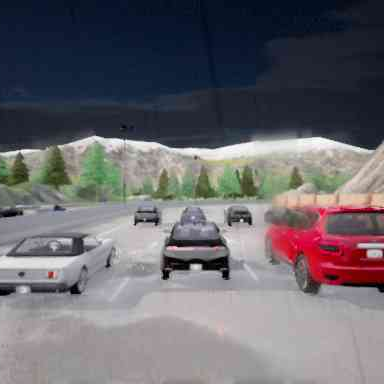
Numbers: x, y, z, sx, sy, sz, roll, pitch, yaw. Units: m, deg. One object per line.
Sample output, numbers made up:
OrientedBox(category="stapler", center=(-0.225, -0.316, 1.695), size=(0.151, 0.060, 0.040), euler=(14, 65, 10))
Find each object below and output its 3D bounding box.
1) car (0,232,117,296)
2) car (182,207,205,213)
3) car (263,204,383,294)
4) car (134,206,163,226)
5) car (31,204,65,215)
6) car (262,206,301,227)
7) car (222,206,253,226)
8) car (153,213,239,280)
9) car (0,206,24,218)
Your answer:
OrientedBox(category="car", center=(-3.402, 1.717, 8.943), size=(1.895, 1.301, 4.718), euler=(0, -1, 0))
OrientedBox(category="car", center=(0.093, 1.911, 26.992), size=(1.994, 1.385, 4.181), euler=(0, -1, 0))
OrientedBox(category="car", center=(3.598, 1.341, 9.229), size=(2.150, 2.045, 5.566), euler=(0, -1, 0))
OrientedBox(category="car", center=(-3.406, 1.832, 26.422), size=(2.128, 1.511, 4.902), euler=(0, -1, 0))
OrientedBox(category="car", center=(-14.081, 1.949, 32.910), size=(1.812, 1.442, 4.674), euler=(0, -1, 0))
OrientedBox(category="car", center=(7.094, 1.910, 26.898), size=(1.994, 1.385, 4.181), euler=(0, -1, 0))
OrientedBox(category="car", center=(3.594, 1.846, 26.501), size=(1.837, 1.490, 4.892), euler=(0, -1, 0))
OrientedBox(category="car", center=(0.097, 1.627, 10.415), size=(2.128, 1.511, 4.902), euler=(0, -1, 0))
OrientedBox(category="car", center=(-17.598, 1.998, 30.800), size=(1.895, 1.301, 4.718), euler=(0, -1, 0))
